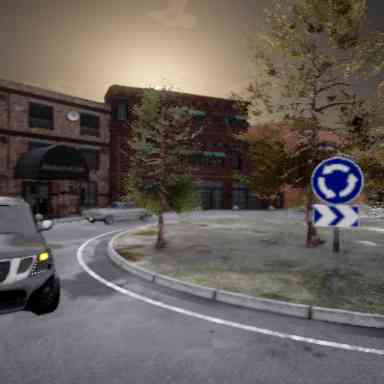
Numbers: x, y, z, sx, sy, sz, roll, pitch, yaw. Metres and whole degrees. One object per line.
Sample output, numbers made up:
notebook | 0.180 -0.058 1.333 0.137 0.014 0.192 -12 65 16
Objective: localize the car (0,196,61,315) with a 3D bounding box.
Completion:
car | -4.382 1.137 7.092 2.150 2.045 5.566 0 1 -30

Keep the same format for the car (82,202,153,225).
car | -4.709 1.321 21.811 1.895 1.301 4.718 1 1 39
